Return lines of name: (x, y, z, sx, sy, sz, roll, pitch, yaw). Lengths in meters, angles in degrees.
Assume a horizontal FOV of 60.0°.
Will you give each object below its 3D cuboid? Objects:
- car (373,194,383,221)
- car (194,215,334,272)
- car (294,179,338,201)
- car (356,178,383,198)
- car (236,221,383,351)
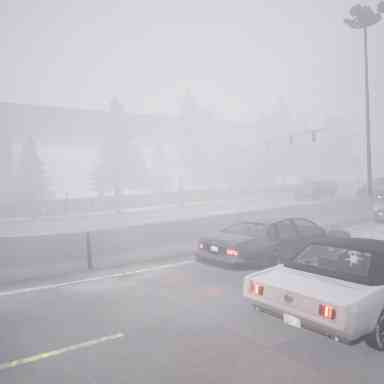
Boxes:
car: (10.756, 0.868, 15.802, 5.357, 1.411, 2.033, -4, 2, -36)
car: (2.608, 1.400, 9.938, 5.357, 1.411, 2.033, -3, 1, -36)
car: (13.088, -0.239, 34.986, 5.566, 2.045, 2.150, -4, 2, -36)
car: (16.470, -0.189, 28.795, 5.566, 2.045, 2.150, -4, 2, -36)
car: (3.243, 1.506, 6.086, 4.718, 1.301, 1.895, -2, 1, -36)
